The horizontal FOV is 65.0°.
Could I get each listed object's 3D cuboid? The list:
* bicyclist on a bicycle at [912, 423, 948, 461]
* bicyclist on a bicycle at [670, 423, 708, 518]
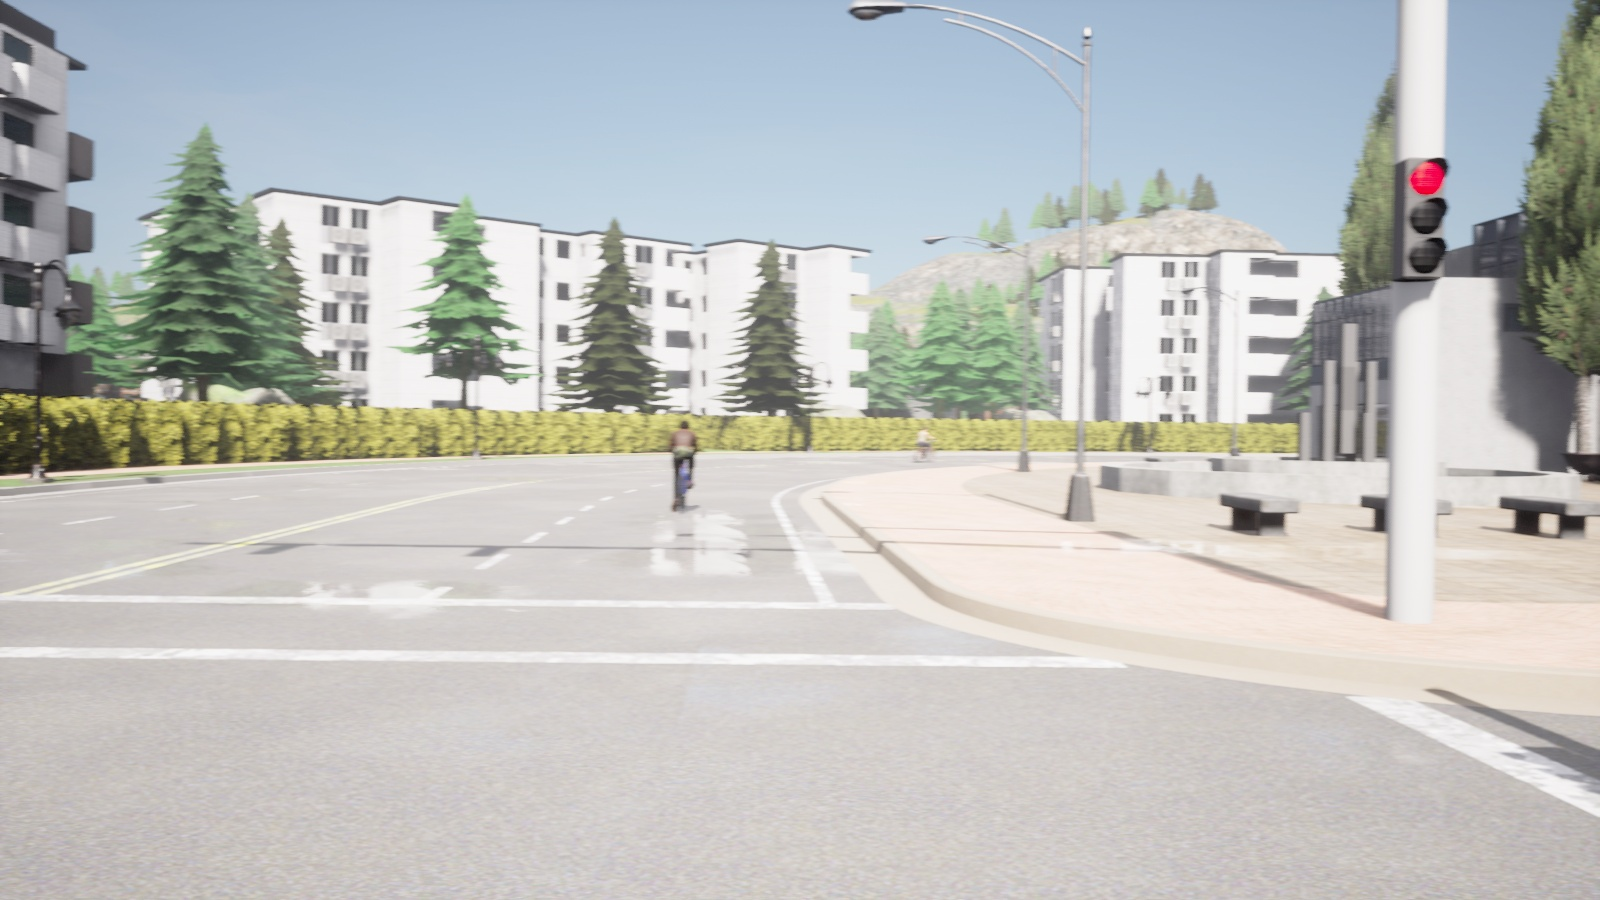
[{"bbox_3d":[5.690,-0.363,54.938,0.866,1.612,1.509,1,2,42],"label":"bicyclist on a bicycle"},{"bbox_3d":[-1.972,0.344,22.409,0.582,1.620,1.656,-1,1,-2],"label":"bicyclist on a bicycle"}]
